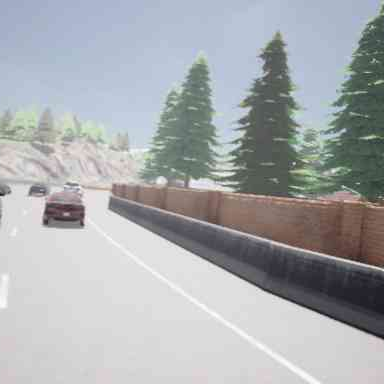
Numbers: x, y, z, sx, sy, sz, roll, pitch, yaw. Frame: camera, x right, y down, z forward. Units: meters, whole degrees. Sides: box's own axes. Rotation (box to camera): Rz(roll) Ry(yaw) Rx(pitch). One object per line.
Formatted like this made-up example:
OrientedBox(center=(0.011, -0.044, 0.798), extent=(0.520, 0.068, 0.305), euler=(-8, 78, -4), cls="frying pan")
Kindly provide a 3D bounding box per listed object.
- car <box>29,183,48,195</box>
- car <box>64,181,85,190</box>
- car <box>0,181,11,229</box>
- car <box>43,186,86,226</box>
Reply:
OrientedBox(center=(-17.877, -0.333, 39.310), extent=(1.837, 1.490, 4.892), euler=(6, 0, -15), cls="car")
OrientedBox(center=(-15.214, -0.322, 42.832), extent=(2.150, 2.045, 5.566), euler=(6, 0, -13), cls="car")
OrientedBox(center=(-7.471, 0.436, 10.723), extent=(2.150, 2.045, 5.566), euler=(6, 0, -25), cls="car")
OrientedBox(center=(-6.810, 0.781, 17.735), extent=(1.882, 1.535, 5.008), euler=(6, 0, -24), cls="car")
